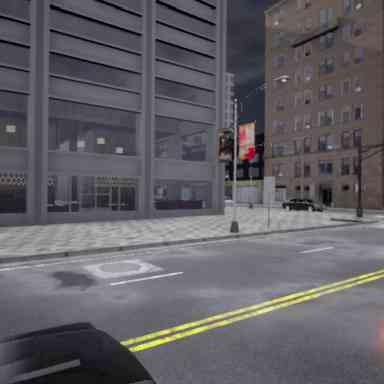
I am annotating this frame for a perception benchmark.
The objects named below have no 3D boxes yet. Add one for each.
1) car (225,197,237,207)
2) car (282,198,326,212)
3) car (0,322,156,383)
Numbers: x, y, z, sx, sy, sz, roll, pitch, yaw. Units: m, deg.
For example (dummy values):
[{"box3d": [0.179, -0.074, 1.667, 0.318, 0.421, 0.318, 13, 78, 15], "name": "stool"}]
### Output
[{"box3d": [4.239, 1.351, 46.528, 1.812, 1.442, 4.674, 1, 0, -36], "name": "car"}, {"box3d": [11.935, 1.386, 35.605, 1.837, 1.490, 4.892, 1, 0, -35], "name": "car"}, {"box3d": [-2.387, 1.601, 1.697, 4.718, 1.301, 1.895, 0, 0, -35], "name": "car"}]
